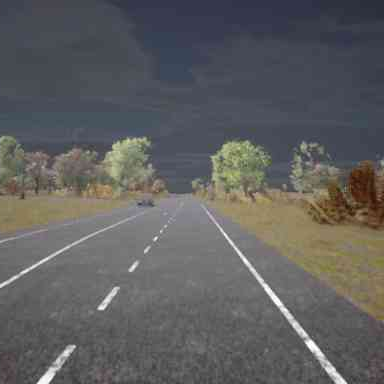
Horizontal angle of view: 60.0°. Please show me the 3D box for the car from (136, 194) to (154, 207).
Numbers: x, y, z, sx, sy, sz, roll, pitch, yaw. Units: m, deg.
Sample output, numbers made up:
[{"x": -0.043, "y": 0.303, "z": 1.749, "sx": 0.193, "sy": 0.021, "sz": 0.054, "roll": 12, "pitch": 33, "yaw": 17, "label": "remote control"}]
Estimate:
[{"x": -7.000, "y": 1.331, "z": 50.553, "sx": 2.150, "sy": 2.045, "sz": 5.566, "roll": 0, "pitch": 0, "yaw": 0, "label": "car"}]
